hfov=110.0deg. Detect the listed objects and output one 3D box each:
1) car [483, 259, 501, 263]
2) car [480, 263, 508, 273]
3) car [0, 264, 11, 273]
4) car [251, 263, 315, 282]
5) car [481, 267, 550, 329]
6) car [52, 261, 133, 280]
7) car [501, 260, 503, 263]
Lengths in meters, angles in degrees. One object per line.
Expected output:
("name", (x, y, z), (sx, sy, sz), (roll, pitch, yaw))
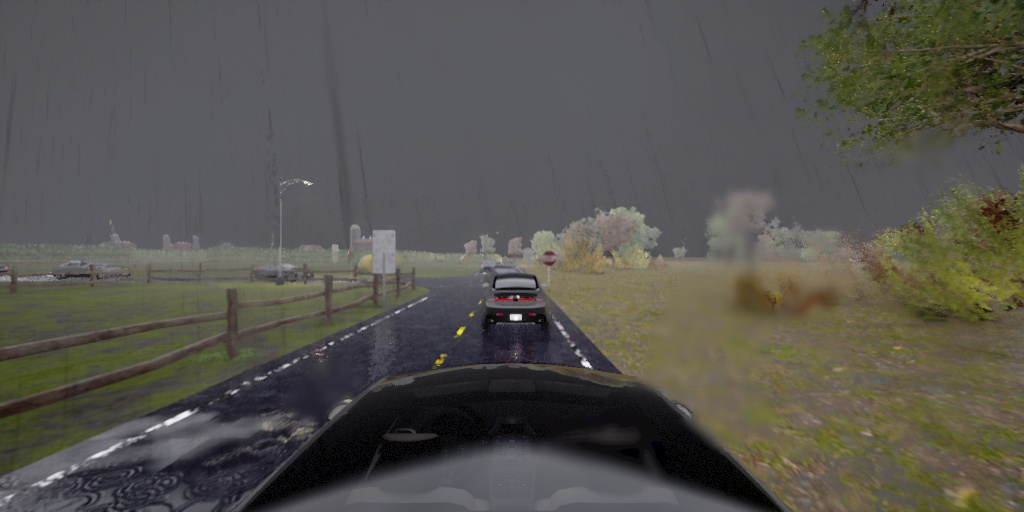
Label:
("car", (-2.859, 1.226, 45.416), (2.097, 1.767, 4.553), (0, 0, 0))
("car", (-0.680, 1.349, 22.527), (2.033, 1.411, 5.357), (0, 0, -12))
("car", (-46.564, 1.043, 30.690), (5.357, 1.411, 2.033), (0, 0, 0))
("car", (-17.895, 1.284, 28.103), (4.181, 1.385, 1.994), (0, 0, 0))
("car", (0.097, 1.277, 11.346), (1.837, 1.490, 4.892), (0, 0, 0))
("car", (-32.607, 1.110, 27.948), (4.902, 1.511, 2.128), (0, 0, -1))
("car", (-2.822, 1.479, 60.745), (2.033, 1.411, 5.357), (0, 0, 1))
